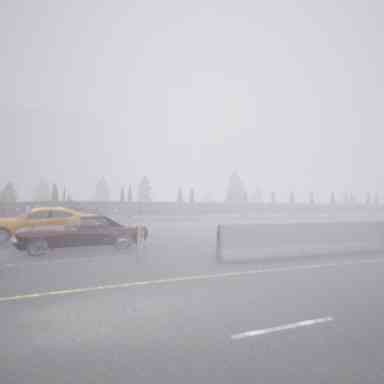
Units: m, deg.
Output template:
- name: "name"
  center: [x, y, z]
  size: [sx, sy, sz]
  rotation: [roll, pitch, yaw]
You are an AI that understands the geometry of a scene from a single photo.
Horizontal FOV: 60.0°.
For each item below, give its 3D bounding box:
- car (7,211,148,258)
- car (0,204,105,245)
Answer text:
- name: "car"
  center: [-4.180, 1.574, 12.674]
  size: [4.718, 1.301, 1.895]
  rotation: [0, 0, -24]
- name: "car"
  center: [-6.850, 1.445, 15.316]
  size: [5.008, 1.535, 1.882]
  rotation: [0, 0, -24]
